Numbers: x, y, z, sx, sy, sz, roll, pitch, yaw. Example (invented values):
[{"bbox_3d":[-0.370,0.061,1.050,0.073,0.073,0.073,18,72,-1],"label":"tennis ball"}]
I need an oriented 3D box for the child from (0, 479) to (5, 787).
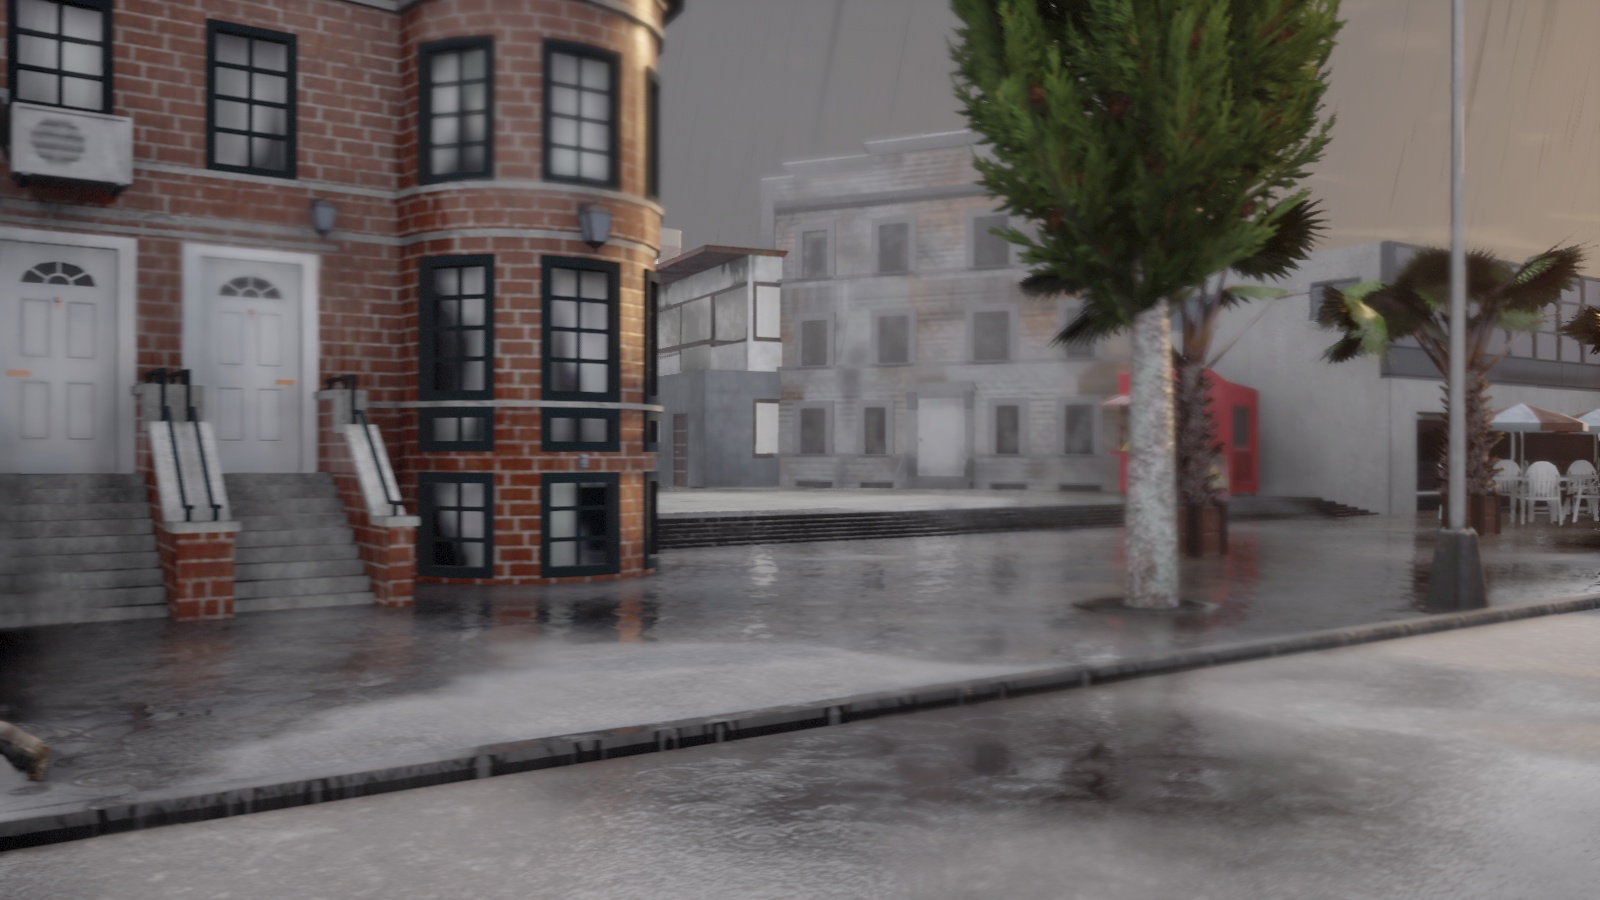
[{"bbox_3d":[-3.530,0.754,5.127,0.437,1.263,0.270,0,0,-44],"label":"child"}]
